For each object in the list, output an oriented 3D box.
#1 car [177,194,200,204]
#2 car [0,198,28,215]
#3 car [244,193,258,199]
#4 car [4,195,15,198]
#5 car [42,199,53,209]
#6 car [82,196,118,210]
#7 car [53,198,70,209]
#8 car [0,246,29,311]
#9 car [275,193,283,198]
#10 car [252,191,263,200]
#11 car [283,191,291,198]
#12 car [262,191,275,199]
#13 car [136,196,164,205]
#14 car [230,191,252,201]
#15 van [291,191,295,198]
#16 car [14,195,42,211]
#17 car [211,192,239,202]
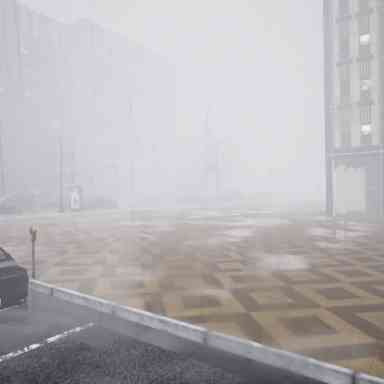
[{"bbox_3d":[-0.515,1.062,50.700,1.967,1.590,4.097,-1,0,36],"label":"car"},{"bbox_3d":[-16.714,1.413,28.309,1.802,1.307,4.206,-1,0,36],"label":"car"},{"bbox_3d":[15.380,1.040,86.961,1.947,1.339,4.313,-1,0,36],"label":"car"},{"bbox_3d":[-20.675,1.385,32.710,1.882,1.535,5.008,-1,0,37],"label":"car"},{"bbox_3d":[-17.022,1.415,42.180,1.887,1.381,4.507,-1,0,36],"label":"car"},{"bbox_3d":[-10.235,1.186,37.266,1.967,1.590,4.097,-1,0,36],"label":"car"},{"bbox_3d":[-14.382,1.351,41.415,1.812,1.442,4.674,-1,0,36],"label":"car"},{"bbox_3d":[-4.945,1.553,6.570,4.403,1.369,2.008,0,-1,35],"label":"car"},{"bbox_3d":[18.927,0.938,77.569,2.008,1.369,4.403,-1,0,36],"label":"car"},{"bbox_3d":[12.447,1.046,68.613,1.802,1.307,4.206,-1,0,36],"label":"car"},{"bbox_3d":[22.168,0.932,82.048,1.802,1.307,4.206,-1,0,36],"label":"car"},{"bbox_3d":[15.685,0.740,73.091,2.192,1.841,5.009,-1,0,36],"label":"car"},{"bbox_3d":[-6.568,1.325,52.181,1.895,1.301,4.718,-1,0,37],"label":"car"},{"bbox_3d":[9.207,1.048,64.135,1.887,1.381,4.507,-1,0,36],"label":"car"},{"bbox_3d":[25.406,0.654,86.526,1.690,1.788,3.998,-1,0,36],"label":"van"},{"bbox_3d":[-20.265,1.228,37.701,2.192,1.841,5.009,-1,0,36],"label":"car"},{"bbox_3d":[5.967,1.093,59.657,2.008,1.369,4.403,-1,0,36],"label":"car"}]
